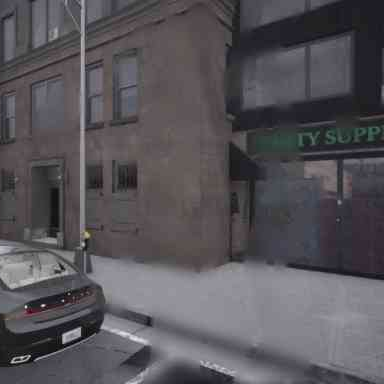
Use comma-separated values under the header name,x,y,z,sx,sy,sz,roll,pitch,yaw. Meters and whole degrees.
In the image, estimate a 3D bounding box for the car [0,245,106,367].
name,x,y,z,sx,sy,sz,roll,pitch,yaw
car,-3.273,1.551,5.413,4.403,1.369,2.008,0,0,36
